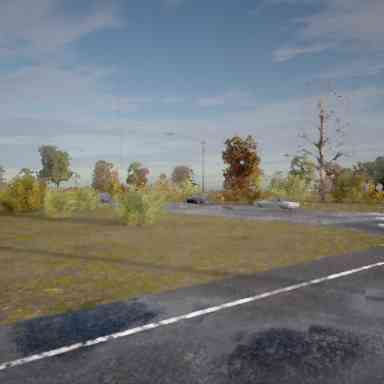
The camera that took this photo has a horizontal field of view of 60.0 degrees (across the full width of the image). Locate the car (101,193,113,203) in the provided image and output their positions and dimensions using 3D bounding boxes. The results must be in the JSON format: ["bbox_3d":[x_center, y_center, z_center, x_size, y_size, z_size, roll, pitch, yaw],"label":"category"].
[{"bbox_3d":[-14.486,1.174,55.574,2.033,1.411,5.357,-1,1,-37],"label":"car"}]

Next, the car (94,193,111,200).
[{"bbox_3d":[-20.154,0.940,74.669,1.882,1.535,5.008,-1,1,-37],"label":"car"}]

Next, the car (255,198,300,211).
[{"bbox_3d":[9.129,1.309,36.120,1.895,1.301,4.718,-1,1,-37],"label":"car"}]

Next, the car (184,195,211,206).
[{"bbox_3d":[0.709,1.137,47.205,2.128,1.511,4.902,-1,1,-37],"label":"car"}]
